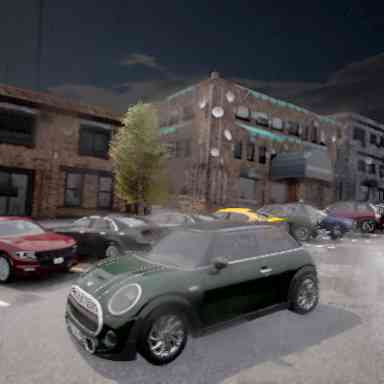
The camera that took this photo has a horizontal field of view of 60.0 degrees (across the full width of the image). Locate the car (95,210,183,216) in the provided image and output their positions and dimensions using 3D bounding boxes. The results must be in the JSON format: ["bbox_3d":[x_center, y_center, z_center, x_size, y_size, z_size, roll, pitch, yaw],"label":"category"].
[{"bbox_3d":[-3.015,1.479,11.436,4.892,1.521,2.231,-1,-1,34],"label":"car"}]

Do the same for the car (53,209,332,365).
[{"bbox_3d":[0.205,1.355,5.969,4.553,1.767,2.097,0,0,-36],"label":"car"}]

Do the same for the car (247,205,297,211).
[{"bbox_3d":[1.744,1.483,14.873,5.008,1.535,2.097,-1,-1,34],"label":"car"}]

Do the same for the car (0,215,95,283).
[{"bbox_3d":[-5.399,1.475,9.724,5.008,1.535,2.097,-1,-1,34],"label":"car"}]

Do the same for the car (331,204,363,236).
[{"bbox_3d":[6.505,1.538,18.314,4.674,1.452,2.002,-1,-1,34],"label":"car"}]

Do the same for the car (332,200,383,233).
[{"bbox_3d":[8.907,1.387,19.999,4.553,1.767,2.185,-1,-1,34],"label":"car"}]

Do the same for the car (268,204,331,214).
[{"bbox_3d":[4.143,1.363,16.575,4.553,1.767,2.185,-1,-1,34],"label":"car"}]
